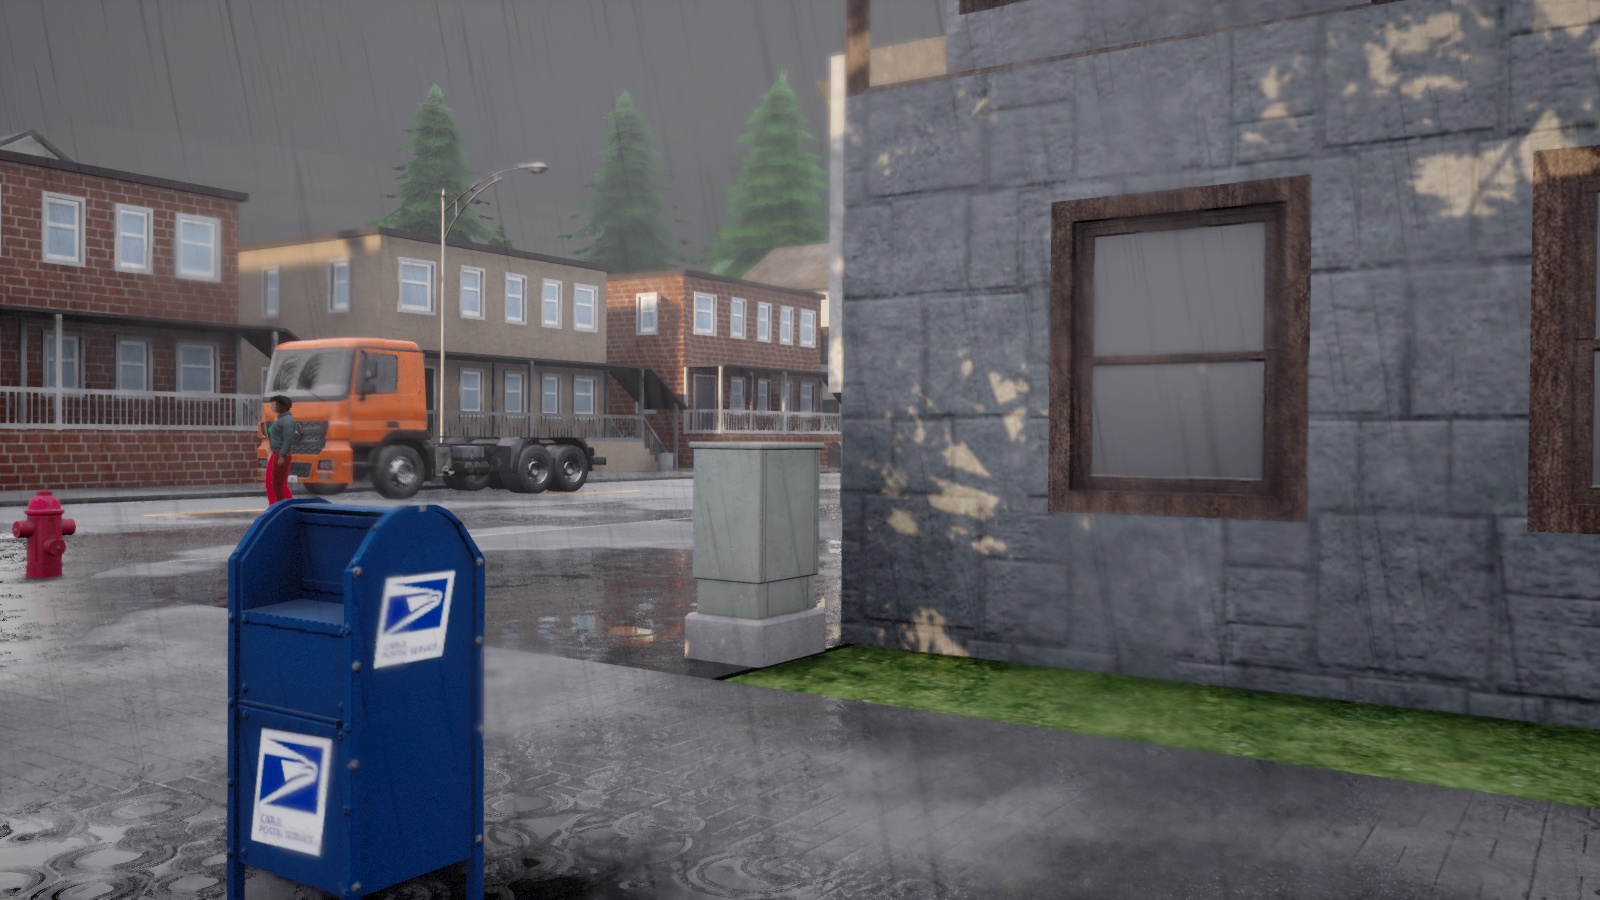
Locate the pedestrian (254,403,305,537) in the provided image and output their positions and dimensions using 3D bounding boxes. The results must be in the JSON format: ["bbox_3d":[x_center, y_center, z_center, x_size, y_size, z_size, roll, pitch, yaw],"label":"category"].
[{"bbox_3d":[-7.312,0.267,17.629,0.614,1.847,0.353,-1,1,-26],"label":"pedestrian"}]

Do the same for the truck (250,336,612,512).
[{"bbox_3d":[-8.083,-0.570,28.753,2.891,3.462,7.936,0,1,33],"label":"truck"}]

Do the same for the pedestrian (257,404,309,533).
[{"bbox_3d":[-7.531,0.259,18.292,0.594,1.836,0.345,-1,1,-42],"label":"pedestrian"}]
